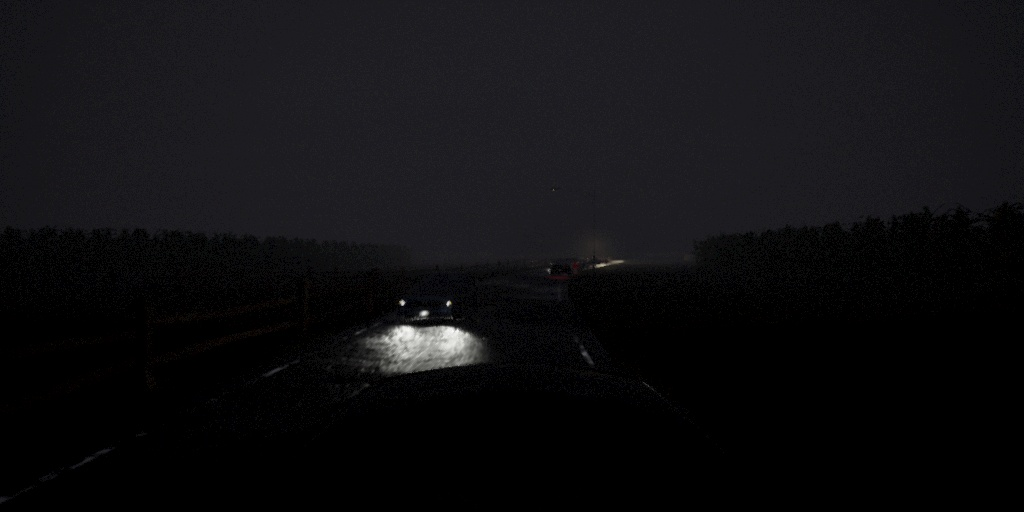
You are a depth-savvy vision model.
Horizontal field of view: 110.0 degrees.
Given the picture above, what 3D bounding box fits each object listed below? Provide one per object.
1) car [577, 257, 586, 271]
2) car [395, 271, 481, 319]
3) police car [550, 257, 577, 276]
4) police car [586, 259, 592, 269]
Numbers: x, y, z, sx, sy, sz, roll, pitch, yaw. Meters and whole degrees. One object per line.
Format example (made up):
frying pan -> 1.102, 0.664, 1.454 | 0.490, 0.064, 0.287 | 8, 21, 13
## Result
car -> 7.681, 0.974, 45.055 | 2.097, 1.767, 4.553 | 0, 0, 18
car -> -2.325, 1.261, 12.942 | 2.033, 1.411, 5.357 | 0, 0, 4
police car -> 5.032, 1.084, 35.717 | 1.930, 1.638, 5.238 | 0, 0, 14
police car -> 9.649, 1.026, 50.776 | 1.930, 1.638, 5.238 | 0, 0, 20
